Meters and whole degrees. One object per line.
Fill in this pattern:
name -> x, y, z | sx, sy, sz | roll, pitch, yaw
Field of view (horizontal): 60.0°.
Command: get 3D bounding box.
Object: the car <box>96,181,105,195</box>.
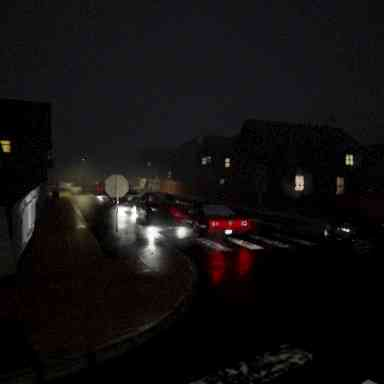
car -> -10.014, -0.498, 38.707 | 1.882, 1.535, 5.008 | 1, 3, -21

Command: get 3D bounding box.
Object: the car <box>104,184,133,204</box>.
car -> -5.706, 0.135, 27.895 | 2.128, 1.511, 4.902 | 0, 3, -22

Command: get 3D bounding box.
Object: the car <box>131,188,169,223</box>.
car -> -1.857, 0.726, 18.091 | 1.812, 1.442, 4.674 | 0, 3, -20

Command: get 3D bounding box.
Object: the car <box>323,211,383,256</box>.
car -> 7.125, 1.368, 11.311 | 4.902, 1.511, 2.128 | 5, 4, 5

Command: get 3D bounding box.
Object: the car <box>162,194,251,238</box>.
car -> 0.481, 1.045, 14.227 | 1.895, 1.301, 4.718 | 1, 3, -23
